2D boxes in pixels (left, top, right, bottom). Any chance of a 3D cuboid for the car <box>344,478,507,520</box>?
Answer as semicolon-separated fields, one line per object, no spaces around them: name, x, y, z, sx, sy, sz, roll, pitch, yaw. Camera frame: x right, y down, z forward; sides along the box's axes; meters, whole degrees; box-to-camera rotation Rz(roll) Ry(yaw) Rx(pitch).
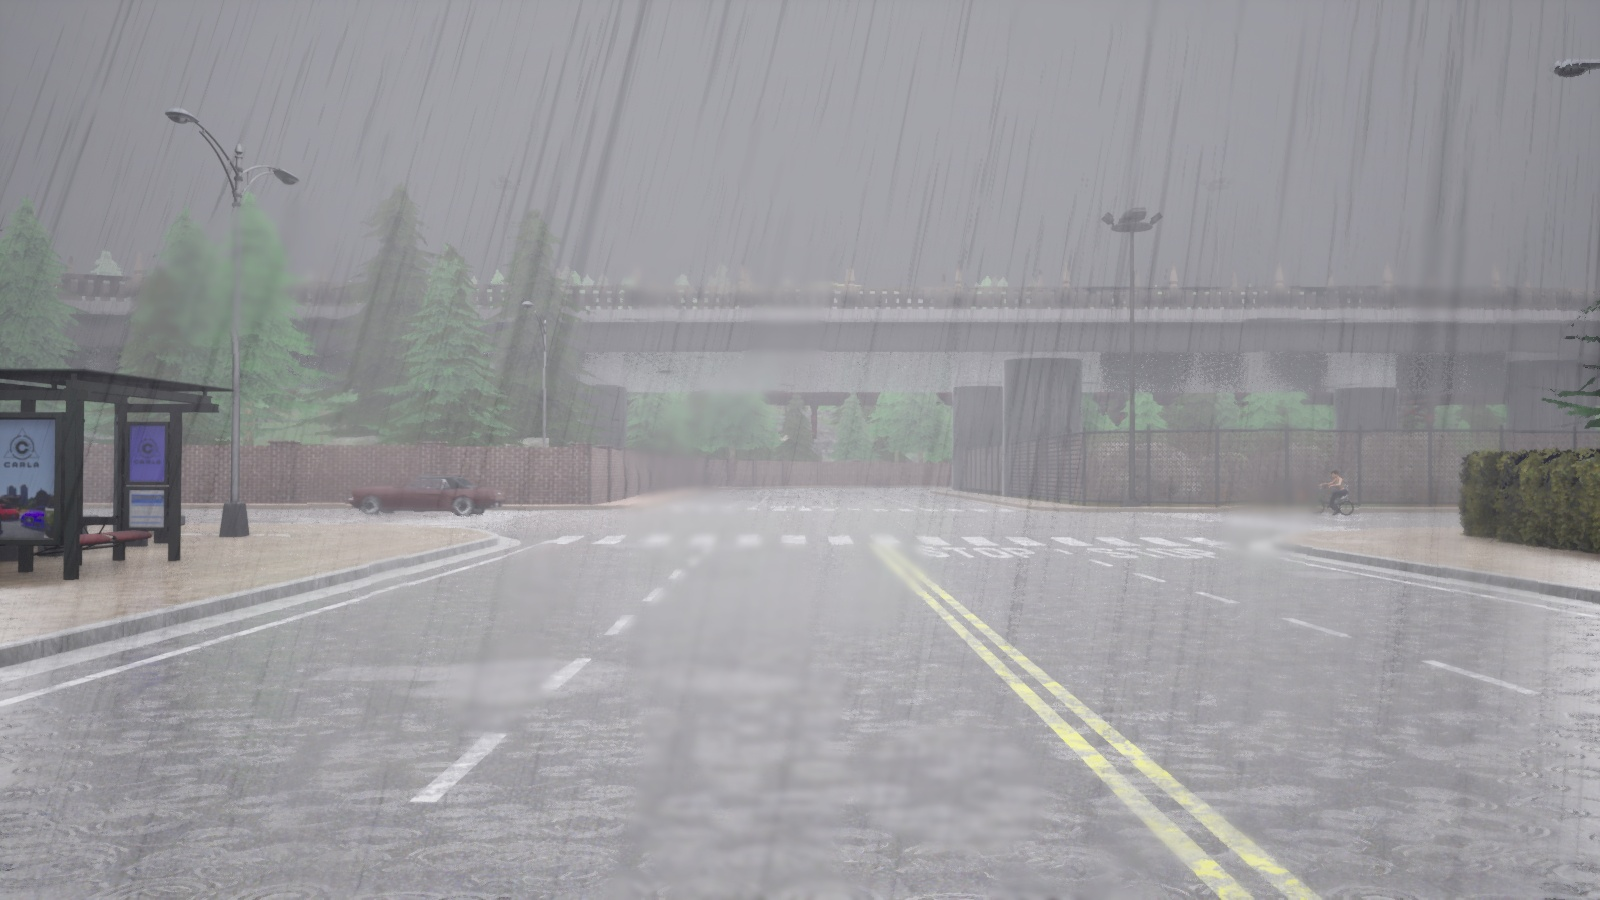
car;-12.104;1.591;40.778;4.718;1.301;1.895;0;-1;0

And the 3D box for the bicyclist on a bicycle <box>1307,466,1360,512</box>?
bicyclist on a bicycle;18.848;1.364;44.405;1.509;1.612;0.866;0;-1;0
